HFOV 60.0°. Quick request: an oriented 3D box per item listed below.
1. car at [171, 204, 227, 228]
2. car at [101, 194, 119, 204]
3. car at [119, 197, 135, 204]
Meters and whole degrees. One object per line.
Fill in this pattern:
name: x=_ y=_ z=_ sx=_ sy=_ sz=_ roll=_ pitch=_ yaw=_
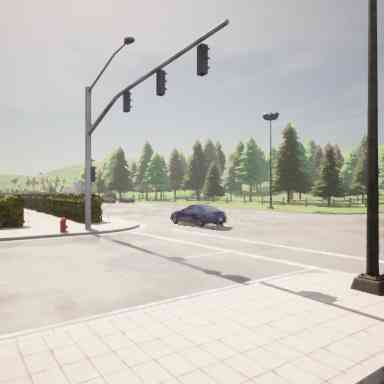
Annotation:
car: x=0.409 y=1.532 z=22.323 sx=1.812 sy=1.442 sz=4.674 roll=0 pitch=0 yaw=-36
car: x=-16.757 y=1.614 z=65.606 sx=1.895 sy=1.301 sz=4.718 roll=0 pitch=0 yaw=-34
car: x=-13.118 y=1.615 z=66.503 sx=1.895 sy=1.301 sz=4.718 roll=0 pitch=0 yaw=-35
